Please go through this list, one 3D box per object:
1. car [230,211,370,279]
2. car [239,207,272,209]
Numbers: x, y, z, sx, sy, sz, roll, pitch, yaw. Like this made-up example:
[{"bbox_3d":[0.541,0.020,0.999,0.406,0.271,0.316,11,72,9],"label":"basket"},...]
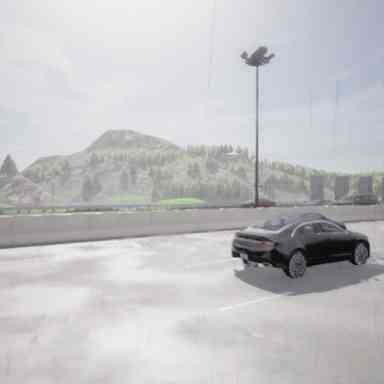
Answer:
[{"bbox_3d":[3.420,1.499,10.075,4.902,1.511,2.128,0,0,-32],"label":"car"},{"bbox_3d":[8.056,1.490,40.942,5.008,1.535,1.882,0,0,-26],"label":"car"}]
